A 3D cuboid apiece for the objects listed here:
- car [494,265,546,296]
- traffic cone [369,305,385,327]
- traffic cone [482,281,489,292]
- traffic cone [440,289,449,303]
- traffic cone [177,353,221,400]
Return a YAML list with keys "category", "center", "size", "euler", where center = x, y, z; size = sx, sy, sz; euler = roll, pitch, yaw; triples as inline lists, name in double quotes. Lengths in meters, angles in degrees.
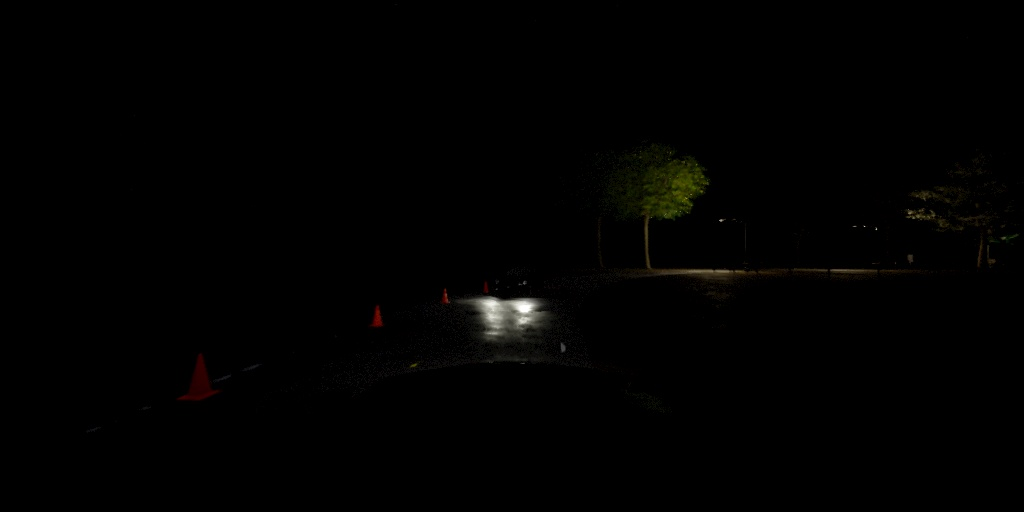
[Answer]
- category: "car"
  center: [0.577, 1.262, 19.889]
  size: [1.882, 1.535, 5.008]
  euler: [0, 0, 18]
- category: "traffic cone"
  center: [-3.840, 1.680, 10.206]
  size: [0.340, 0.580, 0.340]
  euler: [0, 0, 8]
- category: "traffic cone"
  center: [-1.492, 1.724, 20.336]
  size: [0.340, 0.580, 0.340]
  euler: [0, 0, 18]
- category: "traffic cone"
  center: [-2.876, 1.701, 15.320]
  size: [0.340, 0.580, 0.340]
  euler: [0, 0, 13]
- category: "traffic cone"
  center: [-4.380, 1.663, 5.031]
  size: [0.340, 0.580, 0.340]
  euler: [0, 0, 4]
